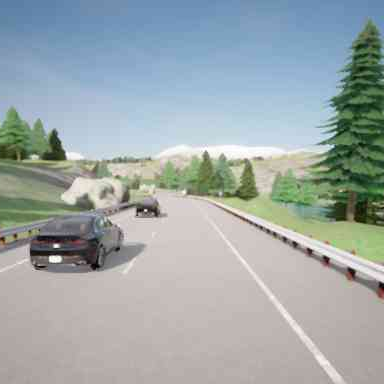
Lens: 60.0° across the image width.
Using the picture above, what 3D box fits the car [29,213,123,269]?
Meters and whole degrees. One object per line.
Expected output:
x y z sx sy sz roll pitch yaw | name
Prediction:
-3.544 1.467 10.954 1.837 1.490 4.892 0 0 -1 | car

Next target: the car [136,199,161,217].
-3.869 1.367 30.034 1.882 1.535 5.008 0 0 -1 | car
